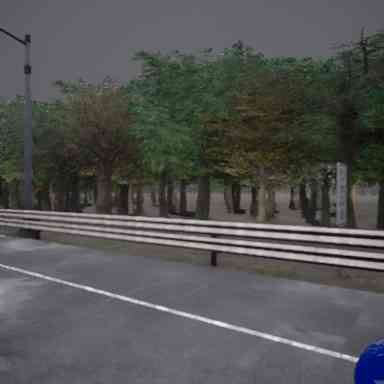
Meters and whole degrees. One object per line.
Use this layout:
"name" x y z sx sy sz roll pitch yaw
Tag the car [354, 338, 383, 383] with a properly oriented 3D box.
"car" 3.436 1.476 1.426 5.008 1.535 1.882 0 0 35
